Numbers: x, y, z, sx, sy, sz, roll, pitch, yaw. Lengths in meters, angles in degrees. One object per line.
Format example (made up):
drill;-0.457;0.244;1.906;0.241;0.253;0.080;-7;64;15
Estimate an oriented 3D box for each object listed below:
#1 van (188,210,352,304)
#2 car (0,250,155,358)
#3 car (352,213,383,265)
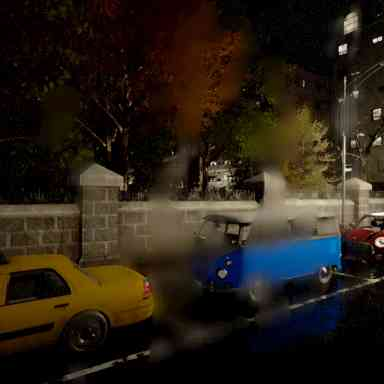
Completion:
van;1.829;1.343;7.862;3.998;1.788;1.690;0;1;-36
car;-2.876;1.526;4.499;4.829;1.417;1.752;0;1;-36
car;6.393;1.442;11.129;4.097;1.590;1.967;0;1;-36
